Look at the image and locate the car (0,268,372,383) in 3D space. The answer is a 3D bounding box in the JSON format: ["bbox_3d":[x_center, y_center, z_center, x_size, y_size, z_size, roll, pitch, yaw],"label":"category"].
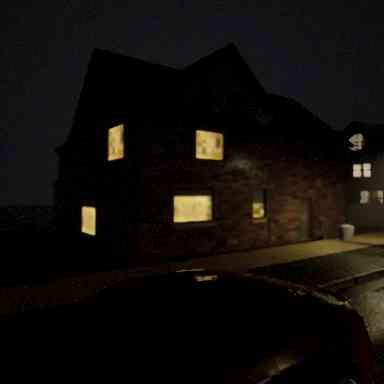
[{"bbox_3d":[-0.240,1.524,2.894,4.674,1.442,1.812,0,0,-35],"label":"car"}]
